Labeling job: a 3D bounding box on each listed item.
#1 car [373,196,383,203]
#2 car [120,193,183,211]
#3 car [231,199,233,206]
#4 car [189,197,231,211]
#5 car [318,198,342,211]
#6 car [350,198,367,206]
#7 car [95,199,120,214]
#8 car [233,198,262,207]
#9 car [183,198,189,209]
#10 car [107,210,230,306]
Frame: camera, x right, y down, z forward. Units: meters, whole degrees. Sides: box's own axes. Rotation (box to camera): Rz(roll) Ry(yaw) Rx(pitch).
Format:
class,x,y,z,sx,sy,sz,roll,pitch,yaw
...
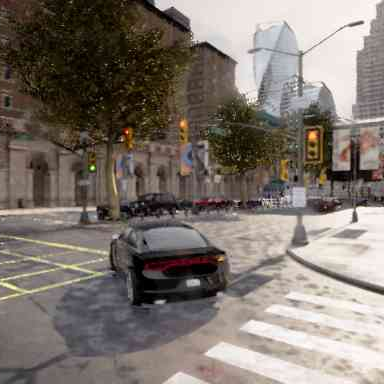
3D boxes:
class,x,y,z,sx,sy,sz,roll,pitch,yaw
car,39.851,1.493,69.064,4.902,1.511,2.128,0,0,-26
car,-3.677,1.124,31.394,2.150,2.045,5.566,0,0,36
car,4.567,1.451,48.784,1.994,1.385,4.181,0,0,36
car,2.233,1.381,39.583,1.882,1.535,5.008,0,0,36
car,16.422,1.462,39.428,1.837,1.490,4.892,0,0,36
car,27.301,1.560,54.508,1.895,1.301,4.718,0,0,36
car,-6.942,1.434,32.851,2.033,1.411,5.357,0,0,36
car,8.259,1.505,47.915,1.895,1.301,4.718,0,0,36
car,-1.310,1.413,40.635,1.812,1.442,4.674,0,0,36
car,-0.845,1.453,8.213,1.882,1.535,5.008,-1,1,-20
